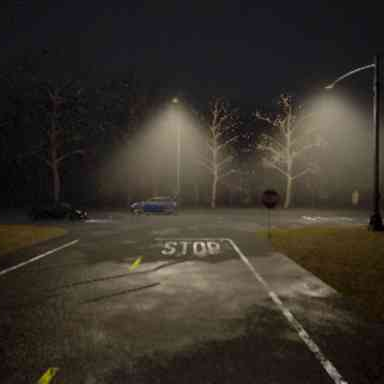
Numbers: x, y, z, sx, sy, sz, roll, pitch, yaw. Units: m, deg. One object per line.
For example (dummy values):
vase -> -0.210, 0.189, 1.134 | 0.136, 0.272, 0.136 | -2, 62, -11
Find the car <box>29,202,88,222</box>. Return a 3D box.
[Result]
car -> -10.124, 1.478, 25.374 | 4.181, 1.385, 1.994 | 1, 0, 1

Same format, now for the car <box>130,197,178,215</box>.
car -> -3.663, 1.277, 32.331 | 4.553, 1.767, 2.097 | 0, 0, 0
